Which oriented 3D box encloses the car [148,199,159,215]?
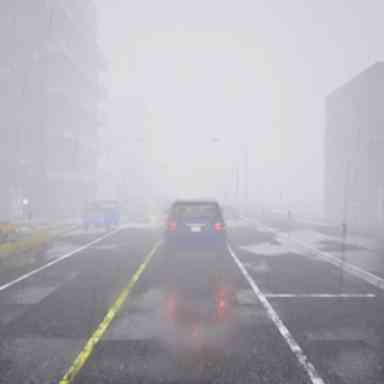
[{"bbox_3d":[-3.059,1.448,34.943,2.097,1.767,4.553,0,0,0],"label":"car"}]

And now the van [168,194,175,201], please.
[{"bbox_3d":[-5.683,1.542,92.913,1.690,1.788,3.998,-1,0,0],"label":"van"}]

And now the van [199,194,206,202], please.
[{"bbox_3d":[2.664,1.535,87.298,1.690,1.788,3.998,-1,0,0],"label":"van"}]

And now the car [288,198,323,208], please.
[{"bbox_3d":[16.729,1.833,50.043,4.403,1.369,2.008,0,0,1],"label":"car"}]

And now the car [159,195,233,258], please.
[{"bbox_3d":[0.077,1.261,13.026,2.150,2.045,5.566,0,0,-1],"label":"car"}]

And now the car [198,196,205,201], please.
[{"bbox_3d":[2.668,1.746,92.944,1.887,1.381,4.507,-1,0,0],"label":"car"}]

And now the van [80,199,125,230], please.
[{"bbox_3d":[-5.700,1.403,21.101,1.690,1.788,3.998,-1,0,0],"label":"van"}]

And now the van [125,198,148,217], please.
[{"bbox_3d":[-5.697,1.432,32.264,1.690,1.788,3.998,-1,0,0],"label":"van"}]

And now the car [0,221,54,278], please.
[{"bbox_3d":[-5.699,1.556,9.770,1.752,1.417,4.829,-1,0,0],"label":"car"}]

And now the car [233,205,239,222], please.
[{"bbox_3d":[2.685,1.621,26.716,1.887,1.381,4.507,-1,0,0],"label":"car"}]

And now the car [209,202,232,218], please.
[{"bbox_3d":[2.687,1.672,32.296,1.802,1.307,4.206,-1,0,0],"label":"car"}]

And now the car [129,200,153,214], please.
[{"bbox_3d":[-5.693,1.655,37.842,2.008,1.369,4.403,-1,0,0],"label":"car"}]

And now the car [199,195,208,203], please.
[{"bbox_3d":[2.662,1.619,76.006,1.967,1.590,4.097,-1,0,0],"label":"car"}]

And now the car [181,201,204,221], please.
[{"bbox_3d":[0.077,1.587,28.901,1.837,1.490,4.892,0,0,0],"label":"car"}]
